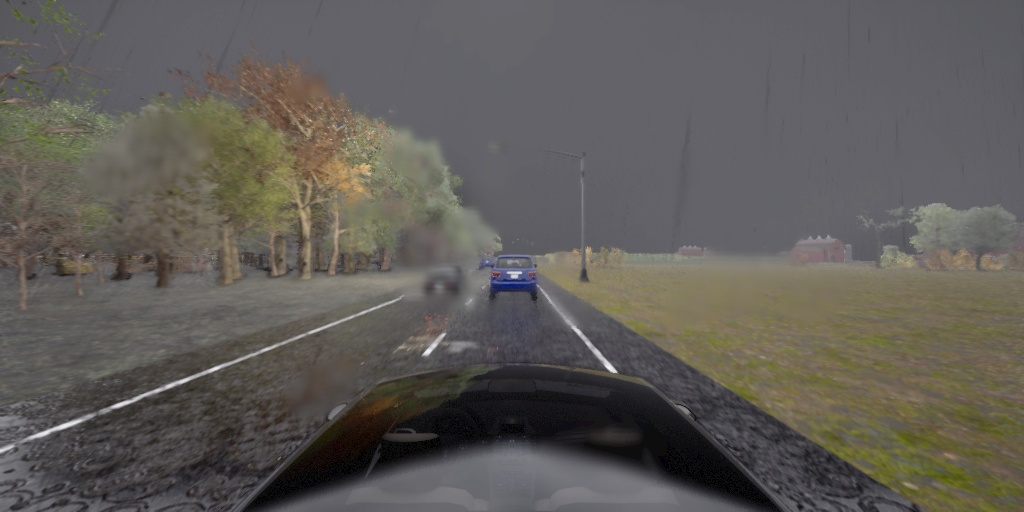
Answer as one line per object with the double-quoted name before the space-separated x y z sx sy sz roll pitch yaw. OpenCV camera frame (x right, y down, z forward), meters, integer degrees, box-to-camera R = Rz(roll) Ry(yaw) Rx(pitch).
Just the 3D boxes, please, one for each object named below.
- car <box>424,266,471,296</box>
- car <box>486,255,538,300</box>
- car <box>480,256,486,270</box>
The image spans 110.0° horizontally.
"car" -3.398 1.257 19.281 1.837 1.490 4.892 0 0 0
"car" 0.103 0.973 17.944 2.150 2.045 5.566 0 0 0
"car" -3.393 0.969 51.788 2.150 2.045 5.566 0 0 0
